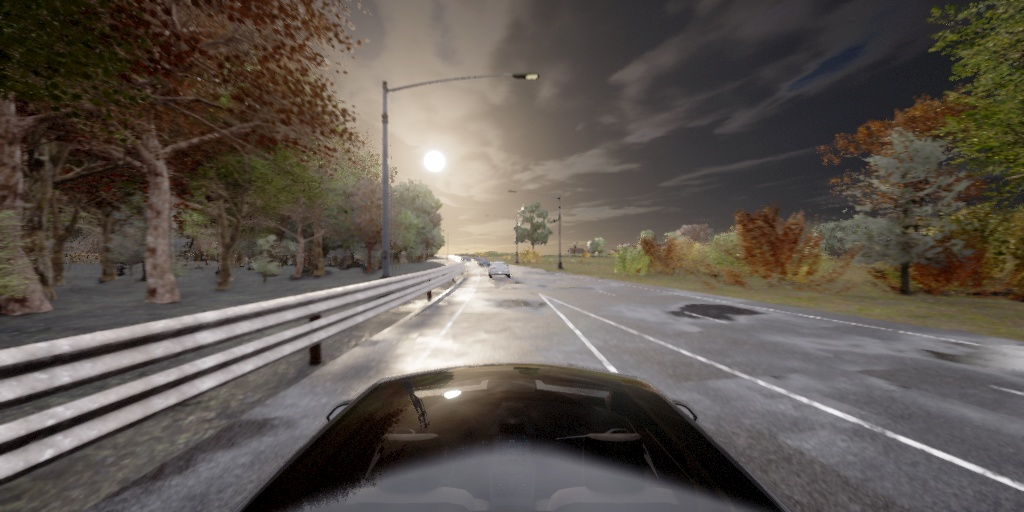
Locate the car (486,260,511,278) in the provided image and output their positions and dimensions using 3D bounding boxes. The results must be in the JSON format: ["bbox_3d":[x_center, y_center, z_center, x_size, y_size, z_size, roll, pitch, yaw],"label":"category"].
[{"bbox_3d":[-1.251,1.228,33.778,1.812,1.442,4.674,0,0,-5],"label":"car"}]

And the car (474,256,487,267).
[{"bbox_3d":[-4.969,1.130,63.359,2.033,1.411,5.357,0,0,-11],"label":"car"}]
